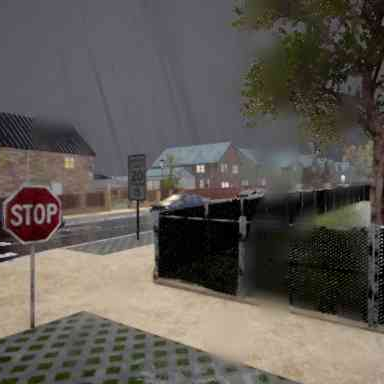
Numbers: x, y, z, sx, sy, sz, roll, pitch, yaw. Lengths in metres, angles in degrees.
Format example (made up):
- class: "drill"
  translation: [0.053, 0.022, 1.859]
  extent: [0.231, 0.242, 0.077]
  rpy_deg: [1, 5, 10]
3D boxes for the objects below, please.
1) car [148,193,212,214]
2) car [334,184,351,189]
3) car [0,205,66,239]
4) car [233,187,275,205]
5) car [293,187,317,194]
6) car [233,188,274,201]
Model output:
- class: "car"
  translation: [-0.638, 0.811, 23.371]
  extent: [2.033, 1.411, 5.357]
  rpy_deg: [-1, 2, 36]
- class: "car"
  translation: [23.319, -0.549, 51.325]
  extent: [2.128, 1.511, 4.902]
  rpy_deg: [-1, 2, 36]
- class: "car"
  translation: [-7.696, 1.260, 13.131]
  extent: [2.033, 1.411, 5.357]
  rpy_deg: [-1, 2, 32]
- class: "car"
  translation: [6.194, 0.344, 32.757]
  extent: [2.128, 1.511, 4.902]
  rpy_deg: [-1, 2, 36]
- class: "car"
  translation: [15.411, -0.091, 45.293]
  extent: [1.895, 1.301, 4.718]
  rpy_deg: [-1, 2, 36]
- class: "car"
  translation: [4.992, 0.536, 26.128]
  extent: [2.128, 1.511, 4.902]
  rpy_deg: [-1, 2, 36]
